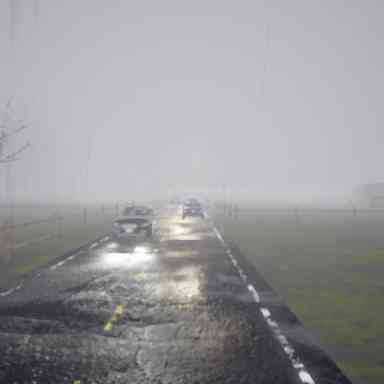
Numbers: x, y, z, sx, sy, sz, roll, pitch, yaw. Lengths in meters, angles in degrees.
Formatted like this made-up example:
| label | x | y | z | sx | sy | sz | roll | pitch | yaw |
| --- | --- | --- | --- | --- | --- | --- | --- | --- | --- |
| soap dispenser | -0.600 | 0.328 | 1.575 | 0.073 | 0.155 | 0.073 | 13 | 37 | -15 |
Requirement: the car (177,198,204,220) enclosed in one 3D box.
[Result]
| label | x | y | z | sx | sy | sz | roll | pitch | yaw |
| --- | --- | --- | --- | --- | --- | --- | --- | --- | --- |
| car | 0.091 | 1.540 | 28.263 | 2.033 | 1.411 | 5.357 | 0 | 0 | 0 |

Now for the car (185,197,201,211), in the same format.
| label | x | y | z | sx | sy | sz | roll | pitch | yaw |
| --- | --- | --- | --- | --- | --- | --- | --- | --- | --- |
| car | 0.074 | 1.471 | 41.352 | 1.882 | 1.535 | 5.008 | 0 | 0 | 0 |

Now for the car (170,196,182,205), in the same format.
| label | x | y | z | sx | sy | sz | roll | pitch | yaw |
| --- | --- | --- | --- | --- | --- | --- | --- | --- | --- |
| car | -2.804 | 1.480 | 58.086 | 1.882 | 1.535 | 5.008 | 0 | 0 | 1 |

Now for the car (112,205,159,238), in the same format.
| label | x | y | z | sx | sy | sz | roll | pitch | yaw |
| --- | --- | --- | --- | --- | --- | --- | --- | --- | --- |
| car | -2.851 | 1.485 | 17.552 | 2.128 | 1.511 | 4.902 | 0 | 0 | 0 |
